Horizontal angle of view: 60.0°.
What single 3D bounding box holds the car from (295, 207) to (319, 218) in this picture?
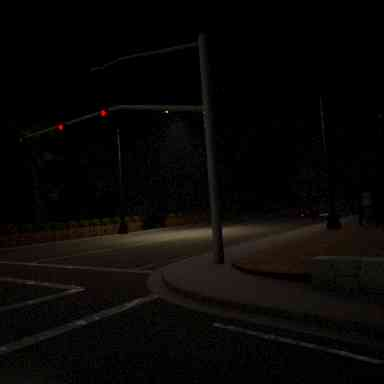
[{"bbox_3d":[15.430,2.678,44.256,1.895,1.301,4.718,-6,-4,37],"label":"car"}]
